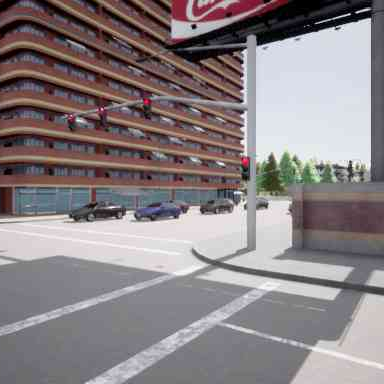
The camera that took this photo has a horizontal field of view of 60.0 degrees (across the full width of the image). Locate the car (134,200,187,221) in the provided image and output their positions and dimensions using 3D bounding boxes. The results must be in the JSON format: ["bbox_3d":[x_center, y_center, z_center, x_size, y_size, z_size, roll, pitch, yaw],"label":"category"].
[{"bbox_3d":[-2.700,1.526,27.250,1.812,1.442,4.674,0,0,35],"label":"car"}]

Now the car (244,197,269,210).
[{"bbox_3d":[8.361,1.526,42.939,1.812,1.442,4.674,0,0,36],"label":"car"}]

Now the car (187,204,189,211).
[{"bbox_3d":[-2.132,1.526,34.146,1.812,1.442,4.674,0,0,35],"label":"car"}]

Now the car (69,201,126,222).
[{"bbox_3d":[-7.447,1.505,26.629,1.837,1.490,4.892,0,0,35],"label":"car"}]

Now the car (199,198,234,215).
[{"bbox_3d":[2.647,1.505,34.863,1.837,1.490,4.892,0,0,35],"label":"car"}]

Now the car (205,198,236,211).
[{"bbox_3d":[3.678,1.526,42.395,1.812,1.442,4.674,0,0,36],"label":"car"}]

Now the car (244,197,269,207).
[{"bbox_3d":[10.000,1.505,51.278,1.837,1.490,4.892,0,0,36],"label":"car"}]

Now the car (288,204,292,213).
[{"bbox_3d":[11.938,1.547,35.546,2.033,1.411,5.357,0,0,35],"label":"car"}]
